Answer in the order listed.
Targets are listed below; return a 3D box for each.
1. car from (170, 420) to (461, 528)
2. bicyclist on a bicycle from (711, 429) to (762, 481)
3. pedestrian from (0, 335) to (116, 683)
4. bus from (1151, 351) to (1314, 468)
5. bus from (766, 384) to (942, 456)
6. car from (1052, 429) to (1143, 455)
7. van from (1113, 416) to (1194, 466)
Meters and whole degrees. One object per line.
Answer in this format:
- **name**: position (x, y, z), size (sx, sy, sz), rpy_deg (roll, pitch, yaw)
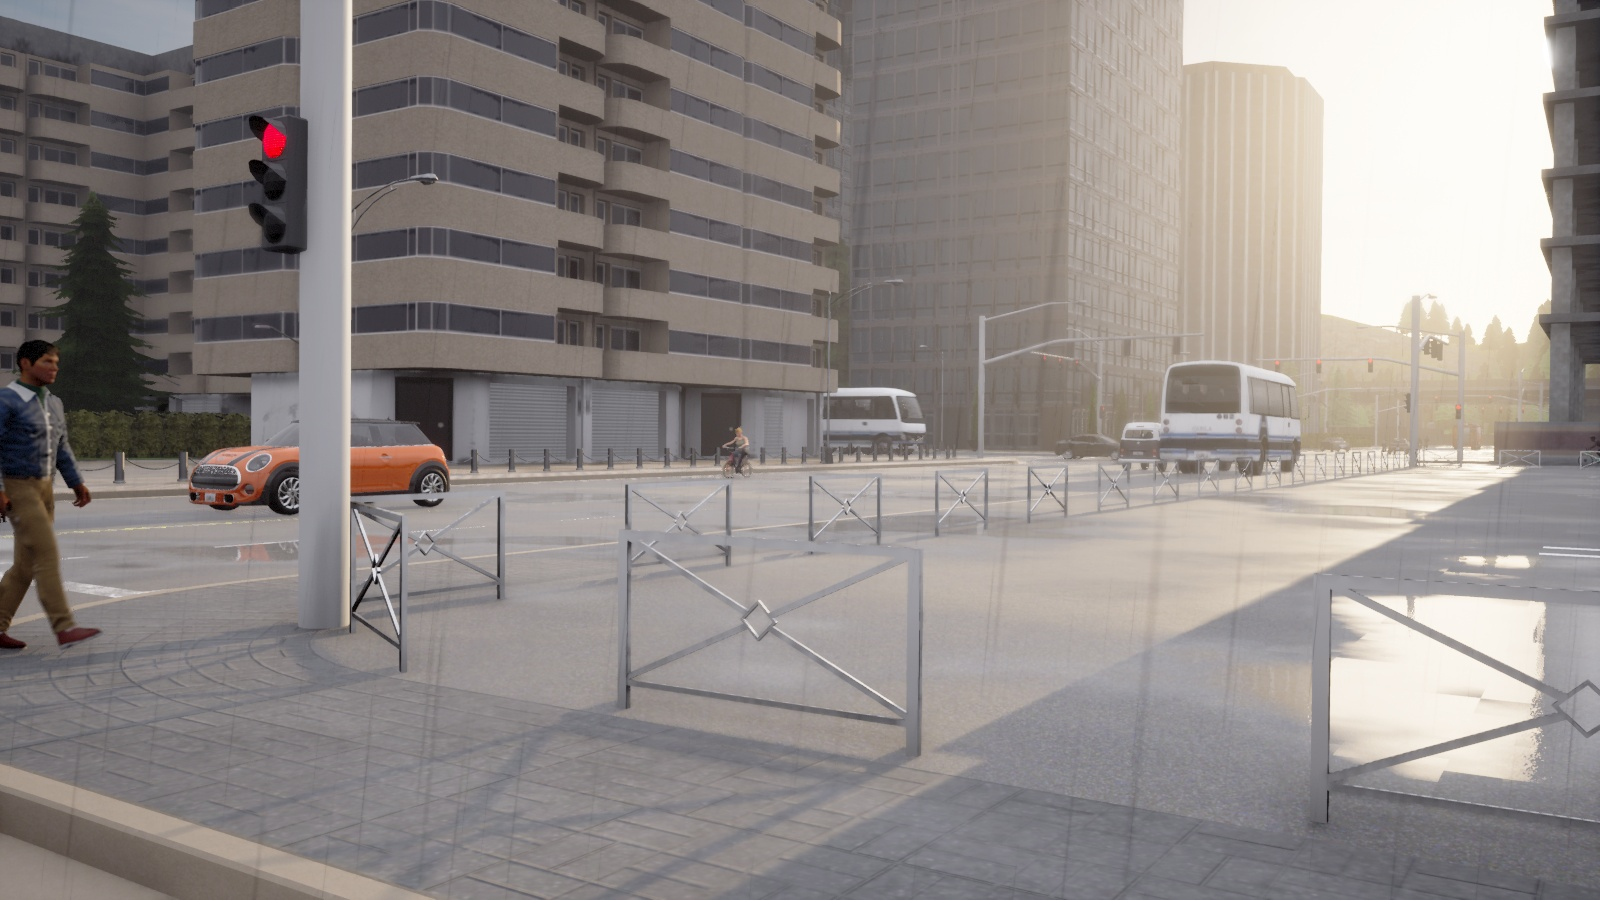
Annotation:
- **car**: position (-8.683, 0.356, 22.910), size (2.097, 1.767, 4.553), rpy_deg (0, 1, 33)
- **bicyclist on a bicycle**: position (-2.003, 0.144, 39.727), size (0.866, 1.612, 1.509), rpy_deg (0, 1, 33)
- **pedestrian**: position (-4.486, 0.331, 7.286), size (0.788, 1.949, 0.423), rpy_deg (0, 1, 9)
- **bus**: position (17.818, -1.504, 51.109), size (3.944, 4.253, 10.273), rpy_deg (0, 0, 33)
- **bus**: position (3.291, -1.797, 78.175), size (10.273, 4.253, 3.944), rpy_deg (0, 1, 32)
- **car**: position (17.396, -0.453, 73.504), size (4.892, 1.490, 1.837), rpy_deg (0, 1, 32)
- **van**: position (15.001, -0.407, 53.198), size (2.069, 2.038, 4.480), rpy_deg (0, 1, 33)
